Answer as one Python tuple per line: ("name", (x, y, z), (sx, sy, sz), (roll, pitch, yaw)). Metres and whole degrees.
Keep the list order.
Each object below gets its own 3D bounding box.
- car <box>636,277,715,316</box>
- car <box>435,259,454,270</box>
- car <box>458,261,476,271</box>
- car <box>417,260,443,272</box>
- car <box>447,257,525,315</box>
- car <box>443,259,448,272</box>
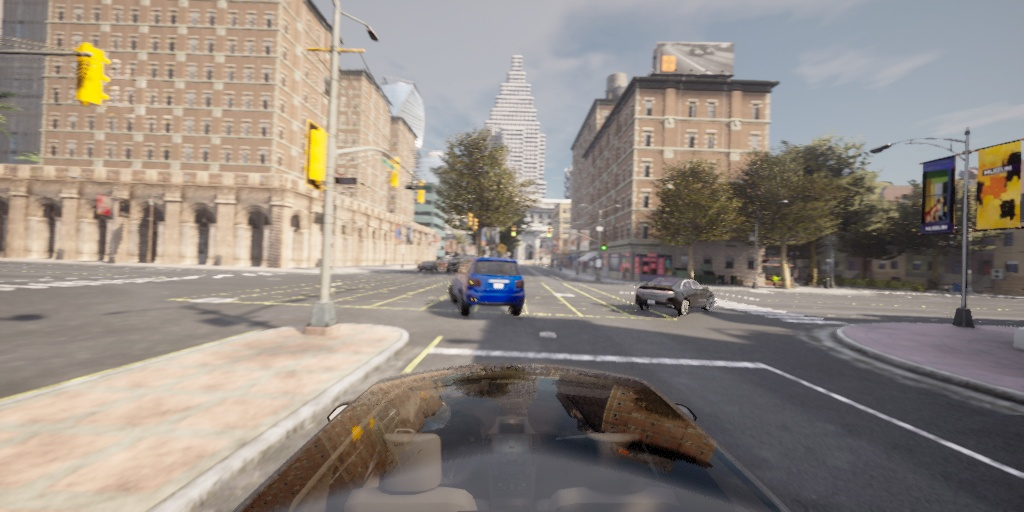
("car", (7.277, 1.689, 15.798), (4.902, 1.511, 2.128), (3, -2, -43))
("car", (-10.935, 1.362, 58.366), (2.097, 1.767, 4.553), (2, -1, 1))
("car", (-7.430, 1.650, 59.566), (2.128, 1.511, 4.902), (2, -1, 1))
("car", (-11.122, 1.387, 48.310), (1.837, 1.490, 4.892), (2, -1, 1))
("car", (-1.135, 1.077, 14.272), (2.150, 2.045, 5.566), (3, -1, -15))
("car", (-7.597, 1.255, 49.703), (2.150, 2.045, 5.566), (2, -1, 1))
